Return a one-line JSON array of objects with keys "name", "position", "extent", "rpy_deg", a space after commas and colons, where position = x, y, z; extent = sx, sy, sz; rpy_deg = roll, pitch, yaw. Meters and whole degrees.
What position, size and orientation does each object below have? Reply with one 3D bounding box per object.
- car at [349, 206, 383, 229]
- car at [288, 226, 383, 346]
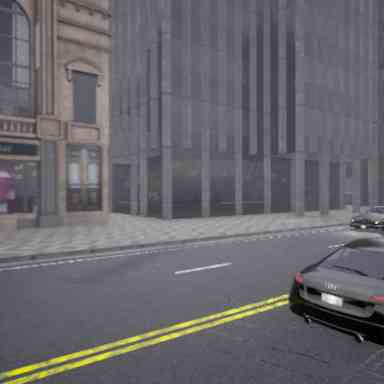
[{"name": "car", "position": [11.678, 1.532, 20.006], "extent": [5.357, 1.411, 2.033], "rpy_deg": [0, 0, -36]}, {"name": "car", "position": [3.711, 1.563, 6.098], "extent": [4.181, 1.385, 1.994], "rpy_deg": [0, 0, -35]}]
